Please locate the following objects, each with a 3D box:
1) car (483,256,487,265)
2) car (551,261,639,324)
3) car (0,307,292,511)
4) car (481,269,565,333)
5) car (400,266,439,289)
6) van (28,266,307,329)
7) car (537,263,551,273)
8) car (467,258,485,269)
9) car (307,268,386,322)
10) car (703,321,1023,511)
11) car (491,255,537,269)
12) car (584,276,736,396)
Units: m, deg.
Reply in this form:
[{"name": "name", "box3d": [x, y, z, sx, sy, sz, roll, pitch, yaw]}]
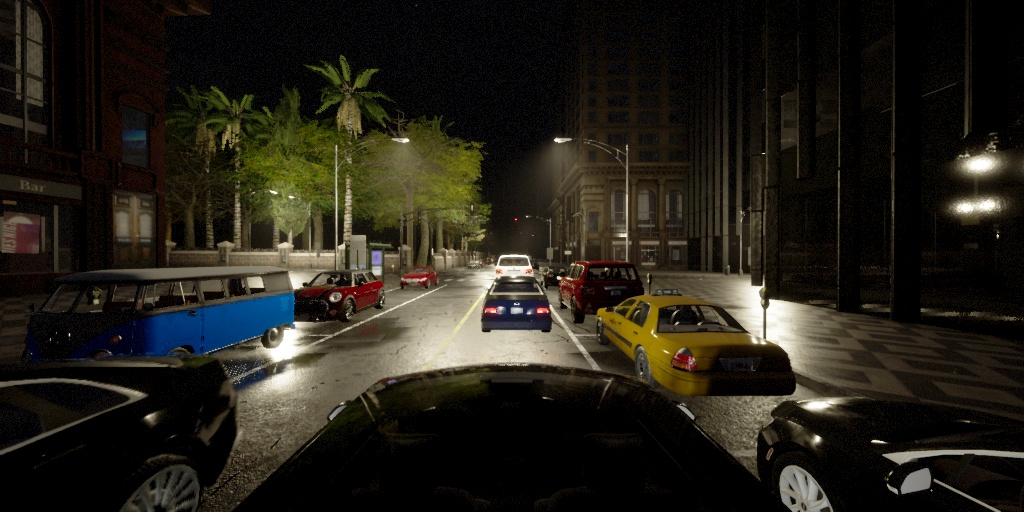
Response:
[{"name": "car", "box3d": [-5.750, 1.153, 60.057, 1.967, 1.591, 4.097, 0, 0, 0]}, {"name": "car", "box3d": [2.764, 1.062, 11.908, 2.192, 1.841, 5.009, 0, 0, 0]}, {"name": "car", "box3d": [-3.099, 1.242, 0.831, 2.128, 1.511, 4.902, 0, 0, 0]}, {"name": "car", "box3d": [0.105, 1.295, 10.728, 2.033, 1.411, 5.357, 0, 0, 0]}, {"name": "car", "box3d": [-5.759, 1.324, 22.778, 1.802, 1.307, 4.207, 0, 0, 0]}, {"name": "van", "box3d": [-5.762, 1.090, 6.499, 1.690, 1.789, 3.998, 0, 0, 0]}, {"name": "car", "box3d": [2.767, 1.308, 22.758, 1.948, 1.339, 4.313, 0, 0, 0]}, {"name": "car", "box3d": [-5.752, 1.269, 54.637, 2.007, 1.370, 4.403, 0, 0, 0]}, {"name": "car", "box3d": [-5.761, 1.187, 11.925, 1.967, 1.591, 4.097, 0, 0, 0]}, {"name": "car", "box3d": [2.762, 1.300, 1.057, 2.007, 1.370, 4.403, 0, 0, 0]}, {"name": "car", "box3d": [0.105, 0.965, 21.299, 2.150, 2.045, 5.566, 0, 0, 0]}, {"name": "car", "box3d": [2.763, 1.274, 6.652, 1.751, 1.417, 4.829, 0, 0, 0]}]
